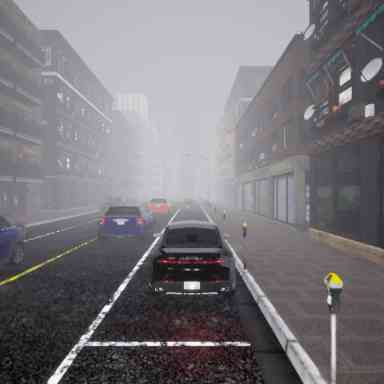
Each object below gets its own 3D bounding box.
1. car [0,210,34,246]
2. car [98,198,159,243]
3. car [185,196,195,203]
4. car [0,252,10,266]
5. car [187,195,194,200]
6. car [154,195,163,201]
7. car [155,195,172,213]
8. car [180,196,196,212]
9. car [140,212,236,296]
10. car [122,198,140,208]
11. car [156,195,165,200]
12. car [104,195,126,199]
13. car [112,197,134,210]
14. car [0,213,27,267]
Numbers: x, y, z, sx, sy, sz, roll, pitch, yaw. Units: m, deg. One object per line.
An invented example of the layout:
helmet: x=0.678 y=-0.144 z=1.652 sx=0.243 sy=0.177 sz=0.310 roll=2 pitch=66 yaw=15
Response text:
car: x=-8.835 y=1.583 z=14.612 sx=1.802 sy=1.307 sz=4.206 roll=0 pitch=0 yaw=0
car: x=-3.045 y=1.354 z=16.343 sx=2.097 sy=1.767 sz=4.553 roll=0 pitch=0 yaw=0
car: x=-0.453 y=1.545 z=70.970 sx=2.008 sy=1.369 sz=4.403 roll=0 pitch=0 yaw=0
car: x=-3.044 y=1.478 z=1.283 sx=1.882 sy=1.535 sz=5.008 roll=0 pitch=0 yaw=0
car: x=-0.452 y=1.513 z=93.685 sx=1.752 sy=1.417 sz=4.829 roll=0 pitch=0 yaw=0
car: x=-8.834 y=1.541 z=87.882 sx=2.008 sy=1.369 sz=4.403 roll=0 pitch=0 yaw=0
car: x=-3.145 y=1.351 z=33.150 sx=2.097 sy=1.767 sz=4.553 roll=0 pitch=0 yaw=0
car: x=-0.454 y=1.525 z=37.323 sx=1.752 sy=1.417 sz=4.829 roll=0 pitch=0 yaw=0
car: x=0.001 y=1.504 z=8.649 sx=1.837 sy=1.490 sz=4.892 roll=0 pitch=0 yaw=0
car: x=-8.834 y=1.543 z=48.430 sx=1.887 sy=1.381 sz=4.507 roll=0 pitch=0 yaw=0
car: x=-8.834 y=1.539 z=93.519 sx=2.008 sy=1.369 sz=4.403 roll=0 pitch=0 yaw=0
car: x=-8.833 y=1.314 z=37.157 sx=2.192 sy=1.841 sz=5.009 roll=0 pitch=0 yaw=0
car: x=-8.834 y=1.439 z=42.793 sx=1.967 sy=1.590 sz=4.097 roll=0 pitch=0 yaw=0
car: x=-6.246 y=1.352 z=8.405 sx=2.097 sy=1.767 sz=4.553 roll=0 pitch=0 yaw=0
